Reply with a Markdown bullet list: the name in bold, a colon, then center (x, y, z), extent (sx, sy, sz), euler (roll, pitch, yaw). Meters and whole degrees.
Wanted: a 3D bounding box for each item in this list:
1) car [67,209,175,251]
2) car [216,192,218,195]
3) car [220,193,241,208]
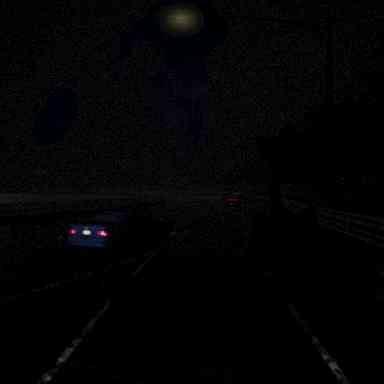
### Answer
- **car**: center (-2.590, 1.394, 13.535), extent (2.033, 1.411, 5.357), euler (1, 1, 23)
- **car**: center (6.120, 0.955, 59.230), extent (2.033, 1.411, 5.357), euler (0, 1, -2)
- **car**: center (4.886, 1.093, 40.131), extent (2.128, 1.511, 4.902), euler (0, 1, 9)
